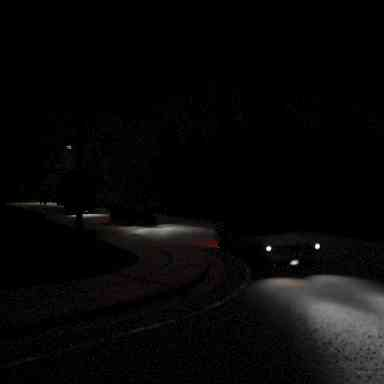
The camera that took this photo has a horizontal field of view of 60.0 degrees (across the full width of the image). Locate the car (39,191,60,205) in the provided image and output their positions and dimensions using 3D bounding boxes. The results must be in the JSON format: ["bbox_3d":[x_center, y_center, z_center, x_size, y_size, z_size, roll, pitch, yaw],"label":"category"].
[{"bbox_3d":[-20.206,0.805,47.185,2.150,2.045,5.566,0,0,-34],"label":"car"}]

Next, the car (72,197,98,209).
[{"bbox_3d":[-14.669,1.454,45.371,2.128,1.511,4.902,0,0,-34],"label":"car"}]

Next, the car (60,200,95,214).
[{"bbox_3d":[-11.768,1.513,34.672,2.033,1.411,5.357,0,0,-34],"label":"car"}]

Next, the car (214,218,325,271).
[{"bbox_3d":[2.257,1.565,11.024,1.895,1.301,4.718,0,0,-13],"label":"car"}]

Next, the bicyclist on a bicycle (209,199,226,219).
[{"bbox_3d":[2.143,1.337,27.116,1.656,1.620,0.582,22,-28,-26],"label":"bicyclist on a bicycle"}]

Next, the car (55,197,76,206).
[{"bbox_3d":[-20.471,1.510,53.785,2.033,1.411,5.357,0,0,-34],"label":"car"}]

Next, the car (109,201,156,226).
[{"bbox_3d":[-4.264,1.435,23.515,1.882,1.535,5.008,0,0,-33],"label":"car"}]
